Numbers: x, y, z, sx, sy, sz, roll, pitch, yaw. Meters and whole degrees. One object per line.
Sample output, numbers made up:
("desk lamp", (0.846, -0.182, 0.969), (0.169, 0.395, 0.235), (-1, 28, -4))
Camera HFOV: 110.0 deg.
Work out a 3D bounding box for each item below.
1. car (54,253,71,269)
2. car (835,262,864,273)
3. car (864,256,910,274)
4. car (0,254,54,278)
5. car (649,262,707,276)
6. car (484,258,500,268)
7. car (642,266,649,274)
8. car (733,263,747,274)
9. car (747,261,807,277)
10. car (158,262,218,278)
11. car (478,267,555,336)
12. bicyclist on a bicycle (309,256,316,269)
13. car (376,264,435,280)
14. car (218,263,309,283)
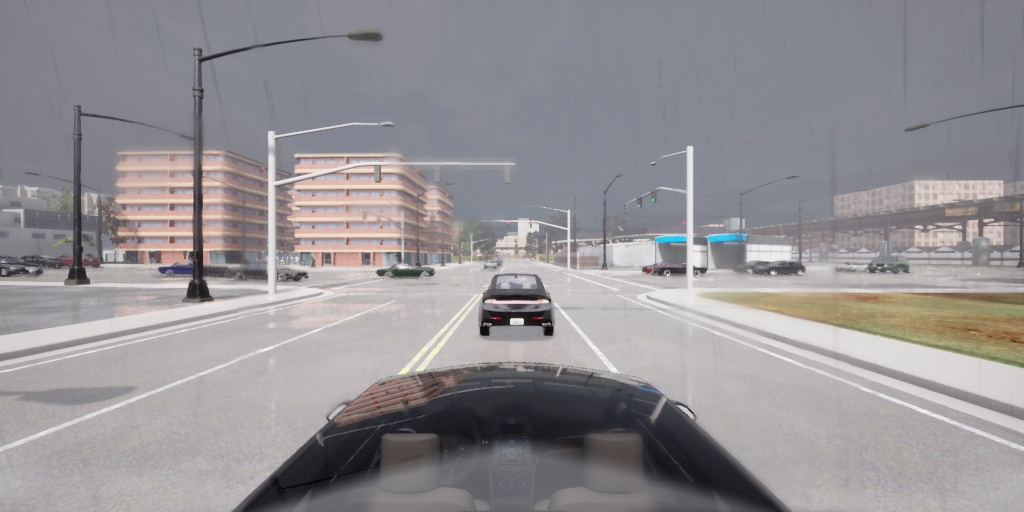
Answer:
("car", (-50.395, 0.628, 37.891), (4.892, 1.490, 1.837), (1, 0, 2))
("car", (41.556, 1.351, 43.851), (4.718, 1.301, 1.895), (0, 0, -28))
("car", (42.606, 0.974, 40.456), (5.566, 2.045, 2.150), (0, 0, -28))
("car", (-38.362, 0.831, 26.951), (4.902, 1.511, 2.128), (1, 0, 1))
("car", (16.619, 1.351, 35.681), (4.718, 1.301, 1.895), (0, 0, 0))
("car", (-3.347, 1.351, 55.931), (1.895, 1.301, 4.718), (0, 0, 0))
("car", (16.456, 1.314, 39.209), (4.181, 1.385, 1.994), (0, 0, 1))
("car", (26.858, 1.256, 39.413), (4.892, 1.490, 1.837), (0, 0, -7))
("car", (26.785, 1.256, 35.907), (4.892, 1.490, 1.837), (0, 0, -6))
("car", (-26.613, 1.140, 30.163), (4.718, 1.301, 1.895), (1, 0, 1))
("car", (0.117, 1.242, 10.365), (2.128, 1.511, 4.902), (0, 0, 0))
("bicyclist on a bicycle", (-25.949, 0.844, 46.637), (0.582, 1.620, 1.656), (1, 0, 1))
("car", (-8.948, 1.304, 30.543), (4.718, 1.301, 1.895), (0, 0, -11))
("car", (-18.023, 1.200, 26.446), (5.357, 1.411, 2.033), (1, 0, 1))
